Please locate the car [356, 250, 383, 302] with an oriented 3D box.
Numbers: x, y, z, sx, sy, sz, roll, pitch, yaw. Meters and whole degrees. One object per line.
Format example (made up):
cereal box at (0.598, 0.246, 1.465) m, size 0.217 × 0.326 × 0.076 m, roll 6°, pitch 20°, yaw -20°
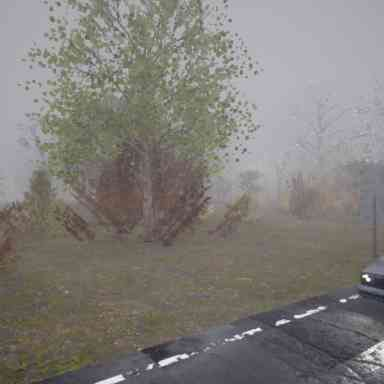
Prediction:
car at (5.776, 1.547, 7.367) m, size 5.357 × 1.411 × 2.033 m, roll 0°, pitch 0°, yaw -38°
